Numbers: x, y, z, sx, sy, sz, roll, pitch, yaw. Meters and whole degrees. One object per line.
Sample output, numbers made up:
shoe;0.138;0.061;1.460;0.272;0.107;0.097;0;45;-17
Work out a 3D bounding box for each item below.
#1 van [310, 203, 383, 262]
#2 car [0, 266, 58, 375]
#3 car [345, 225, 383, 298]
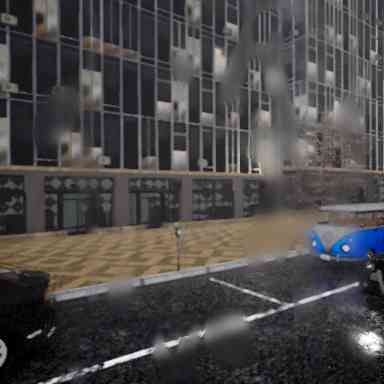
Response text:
van;5.378;1.258;10.382;3.998;1.788;1.690;-1;0;-35
car;-3.896;1.559;3.782;4.403;1.369;2.008;-1;0;-35
car;5.430;1.496;7.118;4.181;1.385;1.994;-1;0;-35
